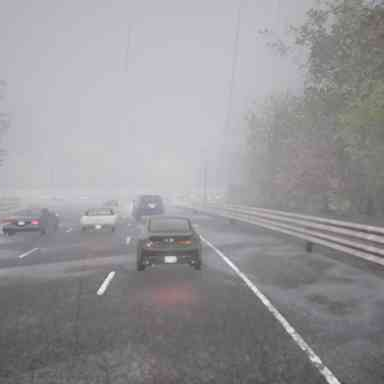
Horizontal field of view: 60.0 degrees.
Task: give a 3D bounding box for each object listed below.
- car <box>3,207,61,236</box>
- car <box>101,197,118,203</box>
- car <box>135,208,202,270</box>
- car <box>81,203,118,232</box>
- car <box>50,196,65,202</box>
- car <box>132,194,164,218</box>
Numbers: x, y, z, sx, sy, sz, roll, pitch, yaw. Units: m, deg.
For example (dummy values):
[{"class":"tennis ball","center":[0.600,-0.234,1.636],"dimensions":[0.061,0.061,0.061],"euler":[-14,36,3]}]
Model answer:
[{"class":"car","center":[-8.756,1.560,18.601],"dimensions":[2.033,1.411,5.357],"euler":[0,0,-11]},{"class":"car","center":[-12.546,1.528,50.643],"dimensions":[1.812,1.442,4.674],"euler":[0,0,-26]},{"class":"car","center":[-0.790,1.500,11.060],"dimensions":[1.837,1.490,4.892],"euler":[0,0,-6]},{"class":"car","center":[-5.572,1.603,20.377],"dimensions":[1.895,1.301,4.718],"euler":[0,0,-11]},{"class":"car","center":[-31.436,1.633,77.572],"dimensions":[1.895,1.301,4.718],"euler":[0,0,-44]},{"class":"car","center":[-3.719,1.214,27.785],"dimensions":[2.150,2.045,5.566],"euler":[0,0,-15]}]
